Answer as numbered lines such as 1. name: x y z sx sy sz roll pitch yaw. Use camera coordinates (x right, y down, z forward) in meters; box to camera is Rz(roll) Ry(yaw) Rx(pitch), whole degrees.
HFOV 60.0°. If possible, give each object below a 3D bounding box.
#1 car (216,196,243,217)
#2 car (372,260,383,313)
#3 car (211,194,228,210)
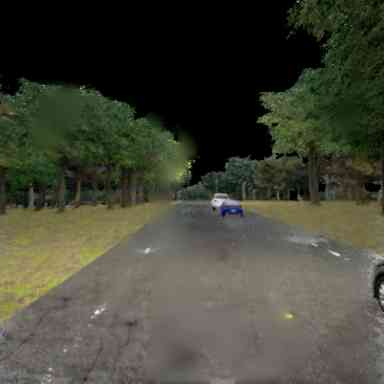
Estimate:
1. car: 3.663 1.486 31.655 1.882 1.535 5.008 0 0 0
2. car: 4.556 1.375 4.635 2.097 1.767 4.553 0 0 0
3. car: 3.636 1.247 42.678 2.150 2.045 5.566 0 0 1
